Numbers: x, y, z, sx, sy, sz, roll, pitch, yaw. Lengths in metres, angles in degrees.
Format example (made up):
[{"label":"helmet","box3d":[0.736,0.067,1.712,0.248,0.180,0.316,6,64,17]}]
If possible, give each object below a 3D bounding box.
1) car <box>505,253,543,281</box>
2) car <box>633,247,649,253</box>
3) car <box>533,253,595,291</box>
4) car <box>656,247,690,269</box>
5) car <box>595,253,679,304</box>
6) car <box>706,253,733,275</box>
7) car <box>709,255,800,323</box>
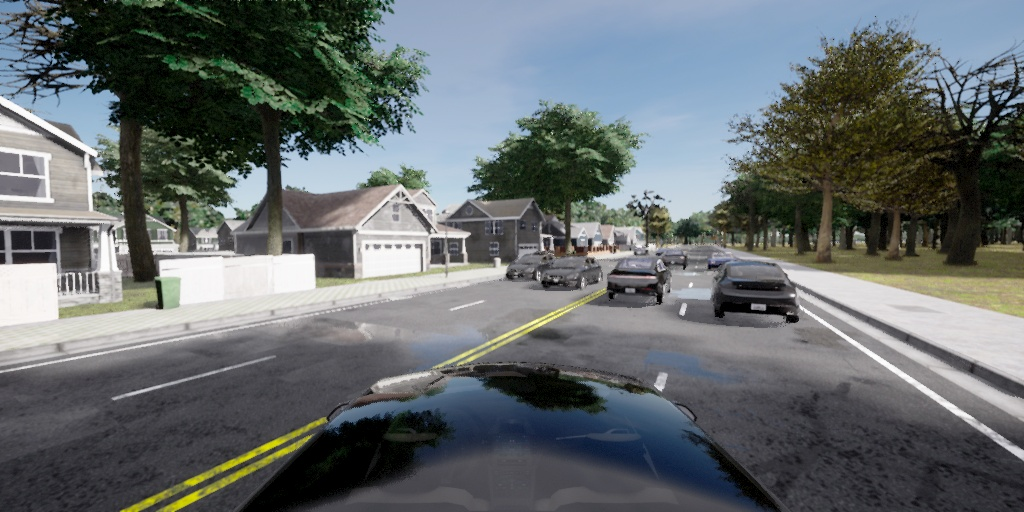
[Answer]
[{"label":"car","box3d":[1.362,0.616,21.160,1.837,1.490,4.892,1,2,28]},{"label":"car","box3d":[20.558,-0.721,56.966,2.128,1.511,4.902,1,2,29]},{"label":"car","box3d":[3.003,0.726,17.338,1.837,1.490,4.892,1,2,28]},{"label":"car","box3d":[13.488,0.230,29.629,2.128,1.511,4.902,1,2,28]},{"label":"car","box3d":[4.948,0.816,13.662,2.128,1.511,4.902,1,2,28]},{"label":"car","box3d":[15.723,0.409,26.921,1.895,1.301,4.718,1,2,28]},{"label":"car","box3d":[7.097,0.905,10.786,1.837,1.490,4.892,1,2,28]}]
